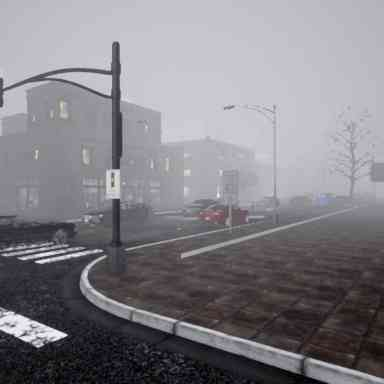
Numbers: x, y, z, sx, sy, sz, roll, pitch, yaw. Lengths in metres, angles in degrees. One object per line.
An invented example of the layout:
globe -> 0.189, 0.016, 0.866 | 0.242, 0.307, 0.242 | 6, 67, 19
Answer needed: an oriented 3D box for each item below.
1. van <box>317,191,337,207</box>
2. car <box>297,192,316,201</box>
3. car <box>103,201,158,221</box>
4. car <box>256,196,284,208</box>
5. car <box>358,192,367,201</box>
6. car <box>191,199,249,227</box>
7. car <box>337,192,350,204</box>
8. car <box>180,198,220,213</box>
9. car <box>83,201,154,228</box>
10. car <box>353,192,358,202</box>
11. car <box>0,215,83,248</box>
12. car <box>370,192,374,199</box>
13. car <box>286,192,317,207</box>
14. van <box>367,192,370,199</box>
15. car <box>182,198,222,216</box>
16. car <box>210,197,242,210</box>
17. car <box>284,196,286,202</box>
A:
van -> 17.191, 1.021, 43.198 | 1.690, 1.788, 3.998 | 0, 1, 35
car -> 22.845, 0.862, 66.152 | 2.192, 1.841, 5.009 | 0, 1, 35
car -> -4.723, 1.452, 26.195 | 1.802, 1.307, 4.206 | 0, 1, 35
car -> 9.845, 1.245, 42.706 | 1.812, 1.442, 4.674 | 0, 0, 35
car -> 32.882, 0.939, 65.942 | 1.967, 1.590, 4.097 | 0, 1, 35
car -> 2.175, 1.403, 21.436 | 1.887, 1.381, 4.507 | 0, 1, 35
car -> 23.467, 1.173, 52.297 | 1.947, 1.339, 4.313 | 0, 1, 35
car -> 0.878, 1.355, 34.314 | 2.008, 1.369, 4.403 | 0, 1, 35
car -> -4.801, 1.384, 21.531 | 2.128, 1.511, 4.902 | 0, 0, 35
car -> 26.605, 1.116, 56.846 | 1.887, 1.381, 4.507 | 0, 1, 35
car -> -7.037, 1.560, 13.023 | 4.718, 1.301, 1.895 | -1, 1, -43
car -> 39.158, 0.973, 75.040 | 1.887, 1.381, 4.507 | 0, 1, 35
car -> 14.534, 1.168, 43.941 | 1.882, 1.535, 5.008 | 0, 0, 34
van -> 36.020, 0.805, 70.490 | 1.690, 1.788, 3.998 | 0, 1, 35
car -> 1.026, 1.349, 29.971 | 1.812, 1.442, 4.674 | 0, 0, 35
car -> 4.016, 1.333, 38.862 | 1.947, 1.339, 4.313 | 0, 1, 35
car -> 16.569, 1.201, 57.056 | 1.802, 1.307, 4.206 | 0, 1, 35
